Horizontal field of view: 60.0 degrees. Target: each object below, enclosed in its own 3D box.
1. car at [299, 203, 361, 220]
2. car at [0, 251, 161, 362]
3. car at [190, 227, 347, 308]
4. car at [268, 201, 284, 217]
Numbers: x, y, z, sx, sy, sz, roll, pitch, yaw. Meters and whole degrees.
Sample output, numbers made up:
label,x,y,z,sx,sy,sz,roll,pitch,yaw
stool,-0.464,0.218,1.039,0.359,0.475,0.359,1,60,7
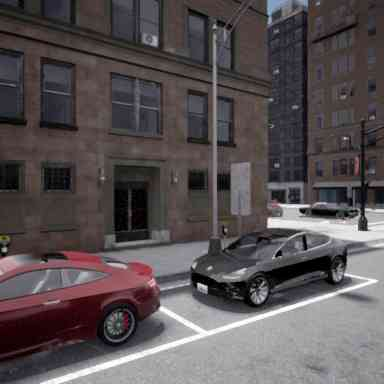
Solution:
label,x,y,z,sx,sy,sz,roll,pitch,yaw
car,11.594,1.579,28.192,1.895,1.301,4.718,0,0,-36
car,-2.457,1.582,4.782,4.206,1.307,1.802,0,0,-35
car,1.981,1.565,7.947,4.313,1.339,1.947,0,0,-35
car,6.106,1.325,30.194,2.097,1.767,4.553,0,0,-36
